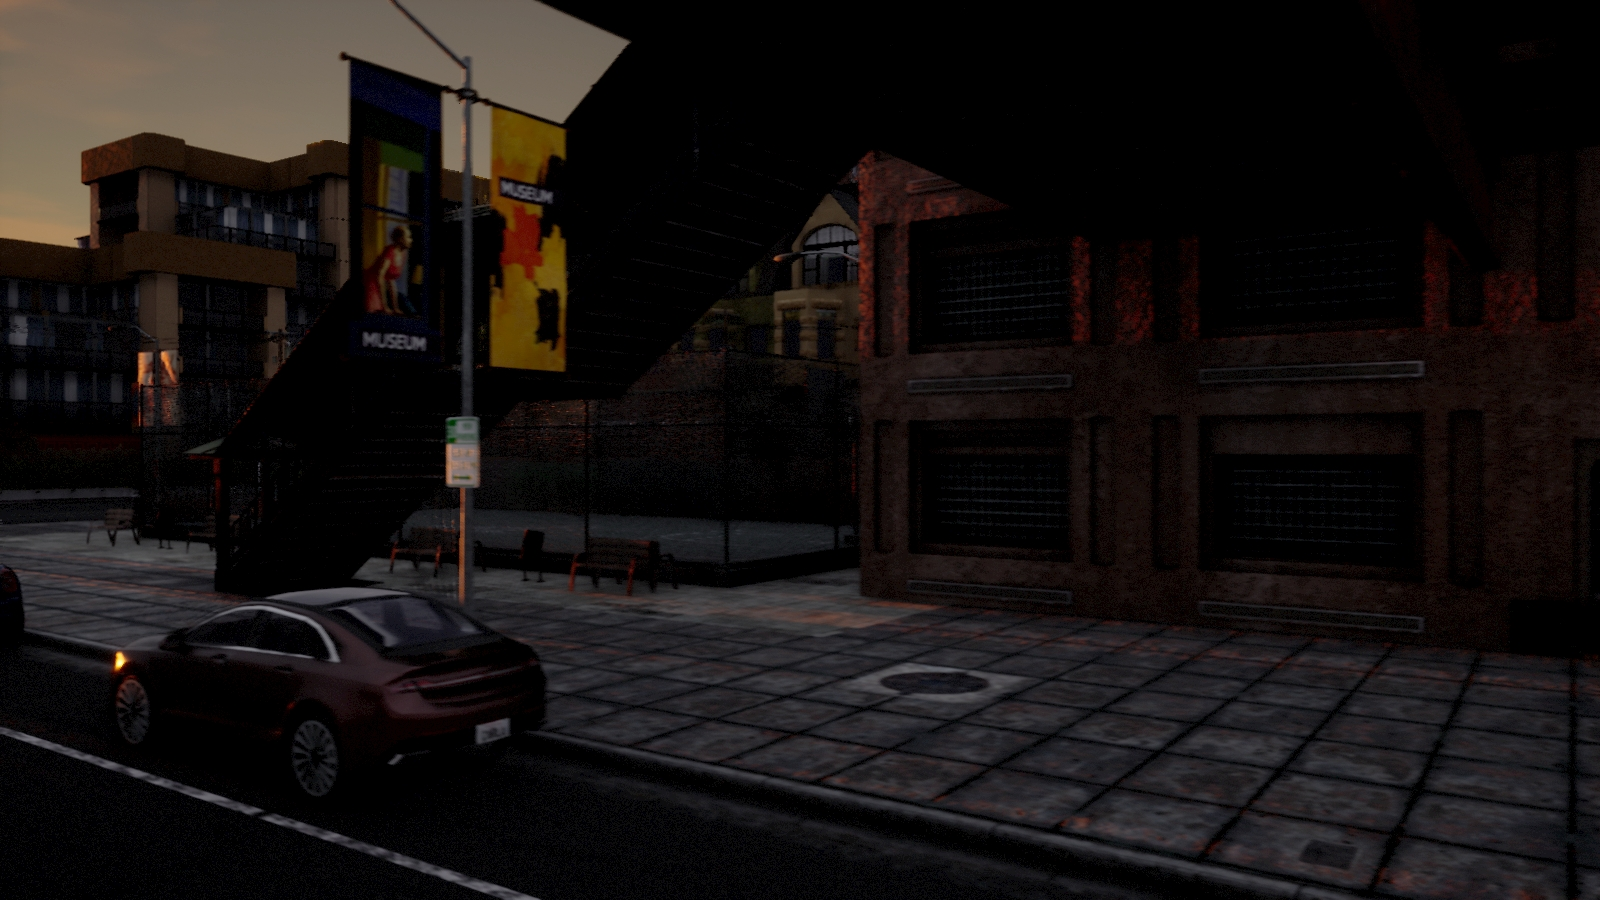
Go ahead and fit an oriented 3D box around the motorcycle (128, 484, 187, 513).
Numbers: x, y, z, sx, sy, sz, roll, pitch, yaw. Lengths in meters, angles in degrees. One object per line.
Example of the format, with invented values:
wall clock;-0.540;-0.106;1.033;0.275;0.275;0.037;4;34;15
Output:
motorcycle;-29.514;2.207;52.543;0.867;1.251;2.209;0;0;35
